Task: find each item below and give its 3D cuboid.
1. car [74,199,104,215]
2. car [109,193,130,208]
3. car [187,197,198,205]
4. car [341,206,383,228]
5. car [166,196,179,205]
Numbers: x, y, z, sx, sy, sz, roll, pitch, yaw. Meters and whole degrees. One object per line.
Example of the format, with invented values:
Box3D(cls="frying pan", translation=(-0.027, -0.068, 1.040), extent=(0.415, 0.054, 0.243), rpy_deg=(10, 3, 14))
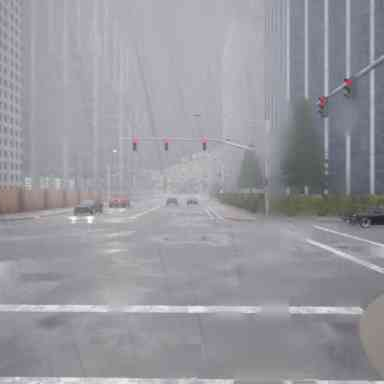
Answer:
Box3D(cls="car", translation=(-10.565, 1.478, 34.319), extent=(1.882, 1.535, 5.008), rpy_deg=(0, 0, 0))
Box3D(cls="car", translation=(-10.531, 1.223, 48.614), extent=(2.150, 2.045, 5.566), rpy_deg=(0, 0, 0))
Box3D(cls="car", translation=(0.057, 1.601, 58.411), extent=(1.895, 1.301, 4.718), rpy_deg=(0, 0, 0))
Box3D(cls="car", translation=(12.151, 1.545, 21.203), extent=(4.718, 1.301, 1.895), rpy_deg=(0, 0, 0))
Box3D(cls="car", translation=(-3.443, 1.505, 58.385), extent=(1.837, 1.490, 4.892), rpy_deg=(0, 0, 0))
